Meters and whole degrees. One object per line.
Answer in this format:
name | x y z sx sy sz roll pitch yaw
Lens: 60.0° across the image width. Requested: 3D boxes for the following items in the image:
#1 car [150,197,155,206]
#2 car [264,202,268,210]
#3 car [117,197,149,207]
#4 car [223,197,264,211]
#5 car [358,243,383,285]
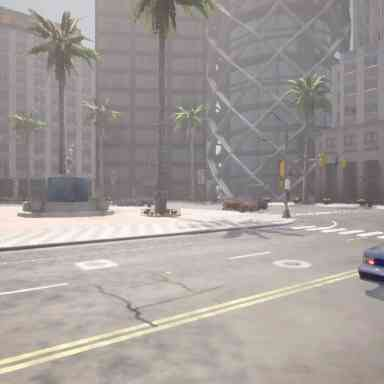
car | -6.954 1.491 53.537 4.902 1.511 2.128 0 0 18
car | 7.586 1.478 43.232 1.882 1.535 5.008 0 0 -41
car | -9.311 1.563 50.659 4.181 1.385 1.994 0 0 16
car | 5.815 1.353 39.832 2.097 1.767 4.553 0 0 -40
car | 6.251 1.547 8.230 5.357 1.411 2.033 0 0 -35
